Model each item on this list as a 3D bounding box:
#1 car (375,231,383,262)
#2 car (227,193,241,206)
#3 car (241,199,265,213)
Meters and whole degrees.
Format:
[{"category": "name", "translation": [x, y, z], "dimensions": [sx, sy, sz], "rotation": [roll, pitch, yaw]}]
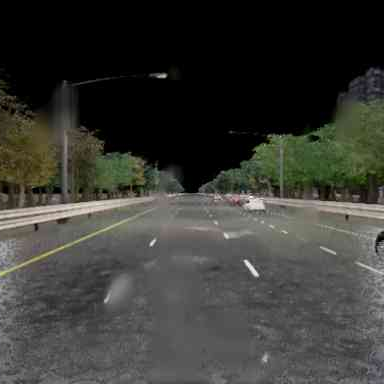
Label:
[{"category": "car", "translation": [7.001, 1.497, 9.133], "dimensions": [2.128, 1.511, 4.902], "rotation": [0, 0, 0]}, {"category": "car", "translation": [7.120, 1.390, 55.555], "dimensions": [2.097, 1.767, 4.553], "rotation": [0, 0, 0]}, {"category": "car", "translation": [7.056, 1.559, 37.736], "dimensions": [1.812, 1.442, 4.674], "rotation": [0, 0, 0]}]
